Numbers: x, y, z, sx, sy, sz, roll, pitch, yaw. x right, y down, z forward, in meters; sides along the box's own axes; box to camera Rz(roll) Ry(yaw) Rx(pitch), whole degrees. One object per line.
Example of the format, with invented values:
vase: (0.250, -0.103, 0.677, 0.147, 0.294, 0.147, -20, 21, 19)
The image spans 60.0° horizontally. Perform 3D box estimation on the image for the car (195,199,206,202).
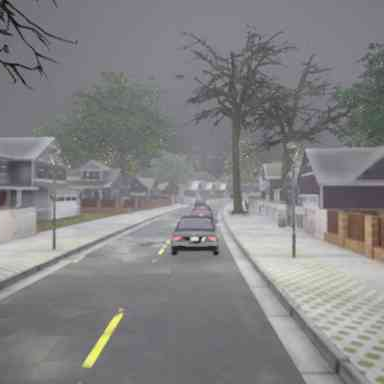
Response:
car: (1.531, 2.020, 61.704, 2.033, 1.411, 5.357, 0, 0, 8)

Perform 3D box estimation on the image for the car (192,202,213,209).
car: (0.892, 1.831, 29.150, 1.994, 1.385, 4.181, 0, 0, 4)

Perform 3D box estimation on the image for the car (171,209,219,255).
car: (0.165, 1.680, 13.935, 2.033, 1.411, 5.357, 0, -1, 2)
